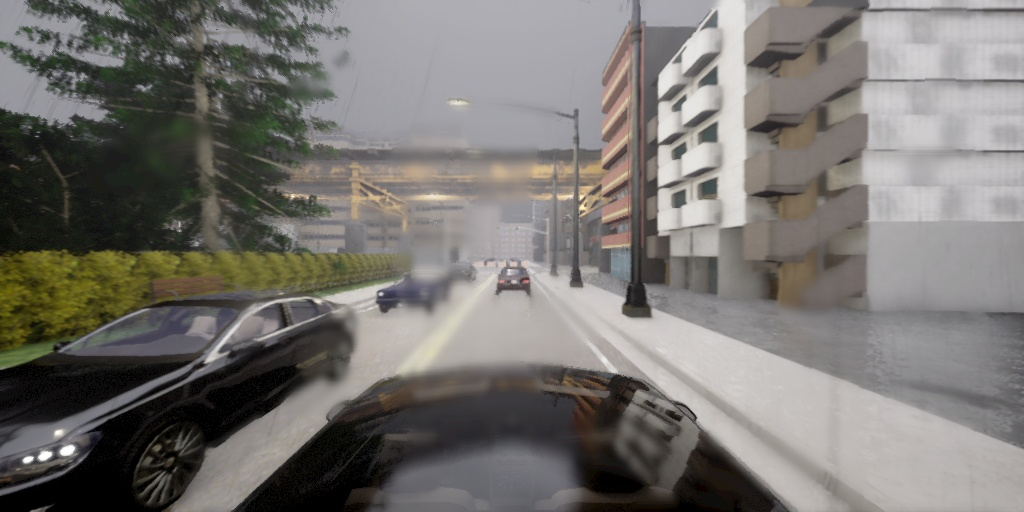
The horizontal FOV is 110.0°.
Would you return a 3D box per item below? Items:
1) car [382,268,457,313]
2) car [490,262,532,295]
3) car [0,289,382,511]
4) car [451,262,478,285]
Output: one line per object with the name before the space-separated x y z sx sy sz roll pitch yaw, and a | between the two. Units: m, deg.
car | -3.567 1.322 13.903 1.895 1.301 4.718 0 0 0
car | 0.097 1.254 19.461 2.033 1.411 5.357 0 0 0
car | -3.582 1.236 4.330 2.128 1.511 4.902 0 0 0
car | -3.559 1.196 25.895 1.837 1.490 4.892 0 0 0
